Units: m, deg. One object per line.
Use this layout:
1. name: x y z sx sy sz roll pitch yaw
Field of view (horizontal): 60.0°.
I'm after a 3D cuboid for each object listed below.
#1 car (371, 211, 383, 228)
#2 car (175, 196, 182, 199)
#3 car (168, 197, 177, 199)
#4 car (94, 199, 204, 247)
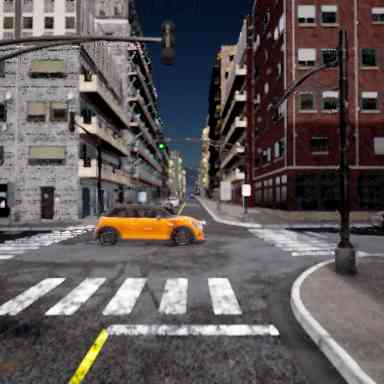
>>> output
1. car: 12.941 1.383 19.826 4.097 1.590 1.967 -1 -1 0
2. car: -2.830 1.502 48.056 1.812 1.442 4.674 0 0 0
3. car: -2.844 1.532 33.593 1.994 1.385 4.181 0 0 0
4. car: -1.778 1.329 14.365 4.553 1.767 2.097 0 0 -1
